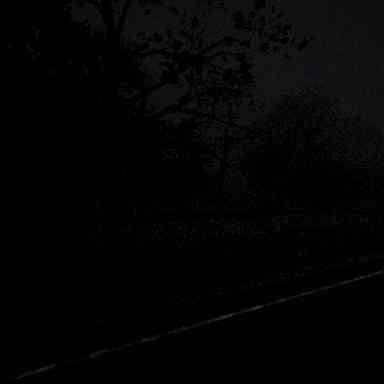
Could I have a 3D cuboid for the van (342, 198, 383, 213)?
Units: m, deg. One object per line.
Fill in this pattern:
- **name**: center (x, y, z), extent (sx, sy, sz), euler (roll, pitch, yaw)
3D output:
- **van**: center (22.356, 1.750, 44.438), extent (1.878, 1.987, 4.442), euler (2, -1, -35)
